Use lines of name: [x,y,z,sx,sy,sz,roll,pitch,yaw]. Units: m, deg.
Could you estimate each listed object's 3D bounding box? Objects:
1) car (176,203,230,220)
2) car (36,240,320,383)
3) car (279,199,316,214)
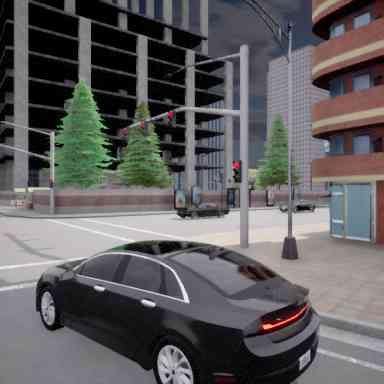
car: [0.964,1.656,29.152,4.718,1.301,1.895,0,0,-35]
car: [-0.634,1.505,5.094,4.892,1.490,1.837,0,0,41]
car: [11.688,1.547,36.788,4.902,1.511,2.128,0,0,-35]
